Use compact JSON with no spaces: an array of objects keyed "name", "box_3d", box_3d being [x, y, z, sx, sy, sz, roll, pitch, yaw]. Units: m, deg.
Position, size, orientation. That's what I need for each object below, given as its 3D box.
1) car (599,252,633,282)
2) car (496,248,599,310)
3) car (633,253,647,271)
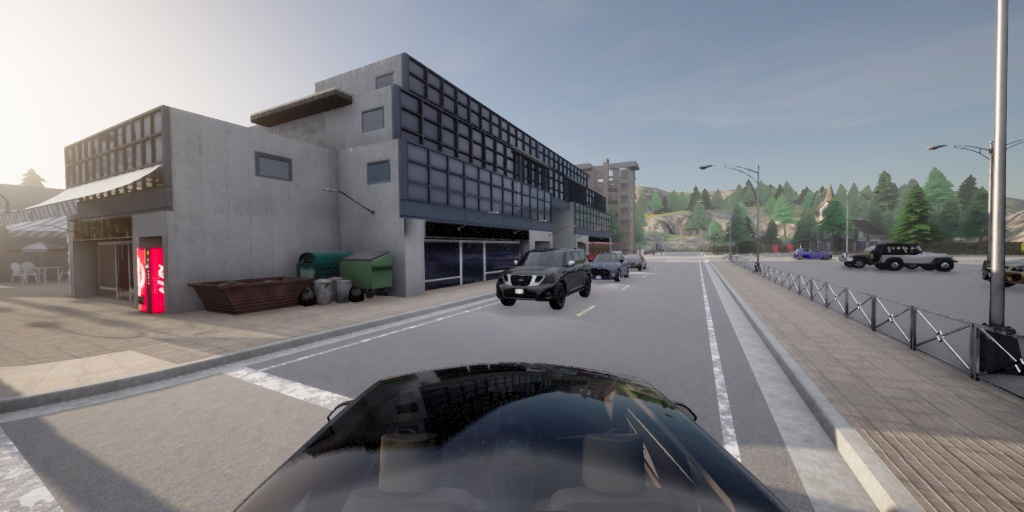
[{"name":"car","box_3d":[6.006,0.592,22.637,2.097,1.767,4.553,0,1,27]},{"name":"car","box_3d":[1.493,0.710,13.897,2.150,2.045,5.566,0,1,27]},{"name":"car","box_3d":[10.705,0.507,31.727,1.812,1.442,4.674,0,1,28]}]
